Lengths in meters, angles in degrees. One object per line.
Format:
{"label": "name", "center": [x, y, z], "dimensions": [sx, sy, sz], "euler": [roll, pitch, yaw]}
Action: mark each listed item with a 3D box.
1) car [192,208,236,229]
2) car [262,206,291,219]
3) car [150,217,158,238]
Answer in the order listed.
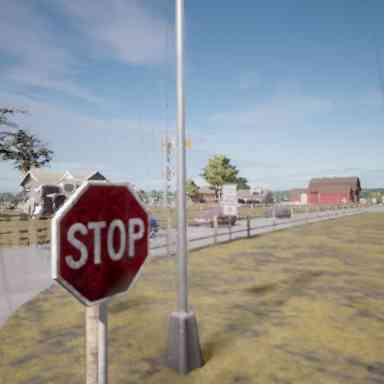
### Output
{"label": "car", "center": [1.846, 2.022, 26.236], "dimensions": [1.812, 1.442, 4.674], "euler": [0, -1, 35]}
{"label": "car", "center": [9.651, 2.247, 37.143], "dimensions": [2.033, 1.411, 5.357], "euler": [0, -1, 36]}
{"label": "car", "center": [-3.935, 1.842, 18.077], "dimensions": [1.882, 1.535, 5.008], "euler": [0, -1, 34]}
